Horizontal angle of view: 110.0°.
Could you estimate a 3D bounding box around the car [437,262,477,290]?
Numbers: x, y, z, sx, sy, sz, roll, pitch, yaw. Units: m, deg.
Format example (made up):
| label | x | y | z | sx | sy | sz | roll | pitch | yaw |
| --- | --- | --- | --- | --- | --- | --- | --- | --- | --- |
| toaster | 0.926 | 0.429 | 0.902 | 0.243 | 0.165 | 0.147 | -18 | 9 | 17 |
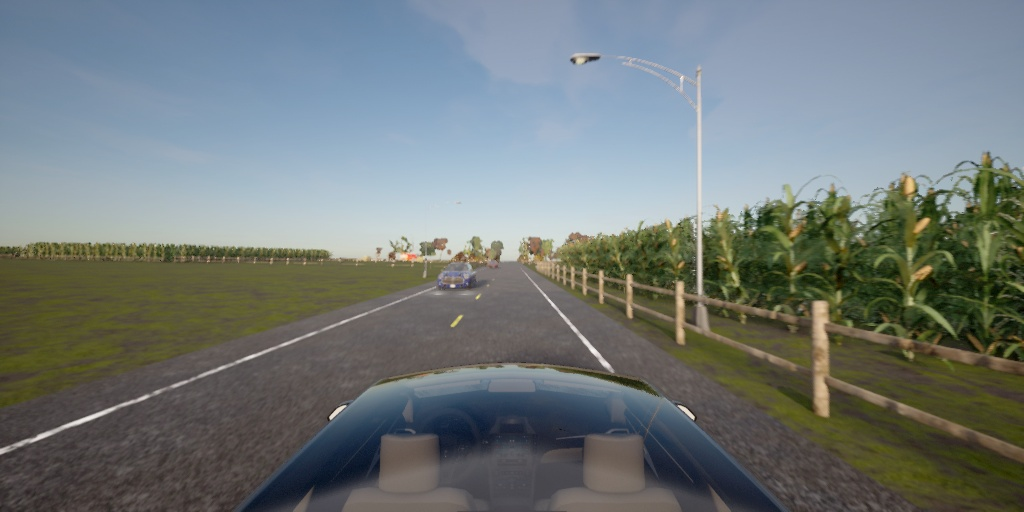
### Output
| label | x | y | z | sx | sy | sz | roll | pitch | yaw |
| --- | --- | --- | --- | --- | --- | --- | --- | --- | --- |
| car | -3.589 | 1.241 | 23.978 | 2.097 | 1.767 | 4.553 | 0 | 0 | 0 |
